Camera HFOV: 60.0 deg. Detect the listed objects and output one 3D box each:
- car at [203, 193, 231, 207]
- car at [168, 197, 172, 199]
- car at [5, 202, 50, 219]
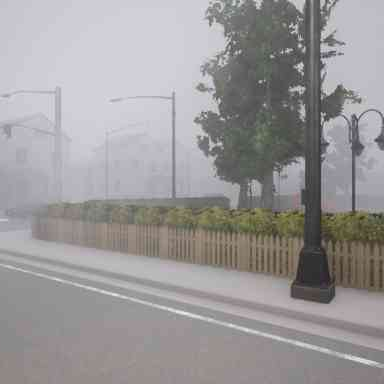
[{"bbox_3d":[3.548,1.221,48.156,2.150,2.045,5.566,0,0,35],"label":"car"},{"bbox_3d":[-3.272,1.478,44.660,1.882,1.535,5.008,0,0,35],"label":"car"},{"bbox_3d":[-14.016,1.564,29.263,1.994,1.385,4.181,0,0,35],"label":"car"}]
